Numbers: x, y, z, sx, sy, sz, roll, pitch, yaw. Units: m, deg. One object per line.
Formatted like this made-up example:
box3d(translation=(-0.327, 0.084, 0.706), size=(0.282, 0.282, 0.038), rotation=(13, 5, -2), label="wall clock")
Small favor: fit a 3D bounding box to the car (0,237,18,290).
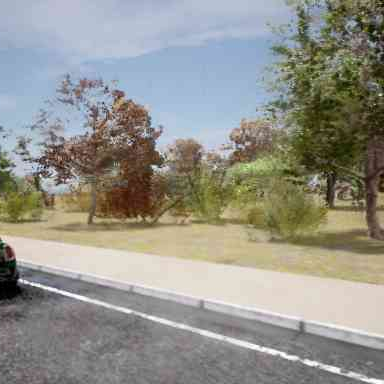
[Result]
box3d(translation=(-6.372, 1.500, 8.321), size=(4.553, 1.767, 2.097), rotation=(-1, -1, 36), label="car")
